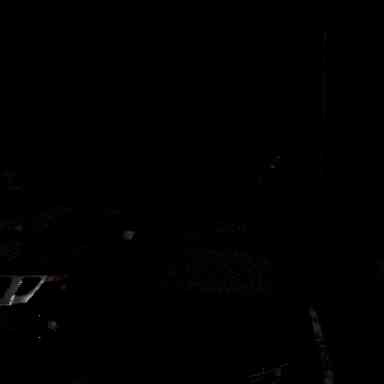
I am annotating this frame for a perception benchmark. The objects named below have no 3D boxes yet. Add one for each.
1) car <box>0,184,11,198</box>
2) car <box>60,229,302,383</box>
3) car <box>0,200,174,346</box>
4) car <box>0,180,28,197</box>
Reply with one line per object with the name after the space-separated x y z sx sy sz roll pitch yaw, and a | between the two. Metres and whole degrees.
-25.349 0.130 40.803 4.674 1.452 2.002 1 6 7 | car
0.525 1.476 5.042 2.097 1.535 5.008 1 -1 15 | car
-1.958 1.219 6.740 2.435 2.045 5.566 1 -1 14 | car
-23.967 -0.449 43.457 5.566 2.045 2.435 1 6 7 | car
